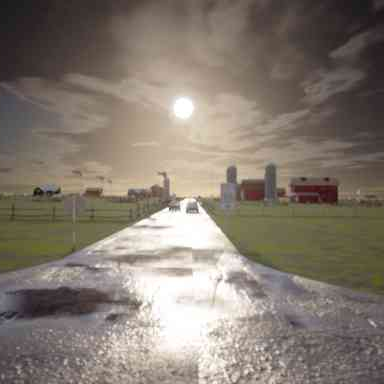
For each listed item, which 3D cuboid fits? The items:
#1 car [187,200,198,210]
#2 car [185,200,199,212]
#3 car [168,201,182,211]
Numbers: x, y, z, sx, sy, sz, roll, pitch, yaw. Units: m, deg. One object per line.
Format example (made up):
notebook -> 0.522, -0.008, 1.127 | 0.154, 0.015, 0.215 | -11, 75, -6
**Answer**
car -> 0.041, 2.219, 58.434 | 1.882, 1.535, 5.008 | 0, -1, 0
car -> 0.034, 2.156, 48.012 | 2.033, 1.411, 5.357 | 0, -1, 0
car -> -2.714, 2.184, 53.433 | 1.837, 1.490, 4.892 | 0, -1, 0
